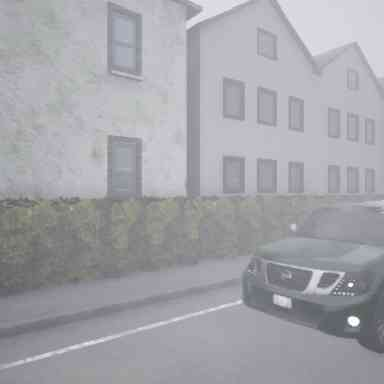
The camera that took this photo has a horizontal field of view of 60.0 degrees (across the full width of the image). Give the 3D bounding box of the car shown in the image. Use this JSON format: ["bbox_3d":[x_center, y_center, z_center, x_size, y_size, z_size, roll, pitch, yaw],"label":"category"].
[{"bbox_3d":[3.428,1.211,6.582,5.566,2.045,2.150,0,0,-40],"label":"car"}]
